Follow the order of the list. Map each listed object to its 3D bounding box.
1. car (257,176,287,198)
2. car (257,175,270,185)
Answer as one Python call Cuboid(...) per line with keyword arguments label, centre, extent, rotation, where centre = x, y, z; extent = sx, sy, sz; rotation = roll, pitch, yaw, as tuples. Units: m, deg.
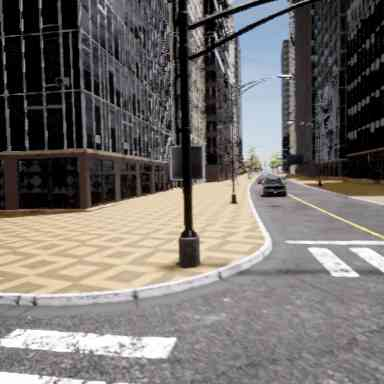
Cuboid(label="car", centre=(6.869, -0.405, 28.296), extent=(1.882, 1.535, 5.008), rotation=(-1, 4, 9))
Cuboid(label="car", centre=(11.748, -1.997, 54.662), extent=(1.994, 1.385, 4.181), rotation=(-1, 3, 12))
